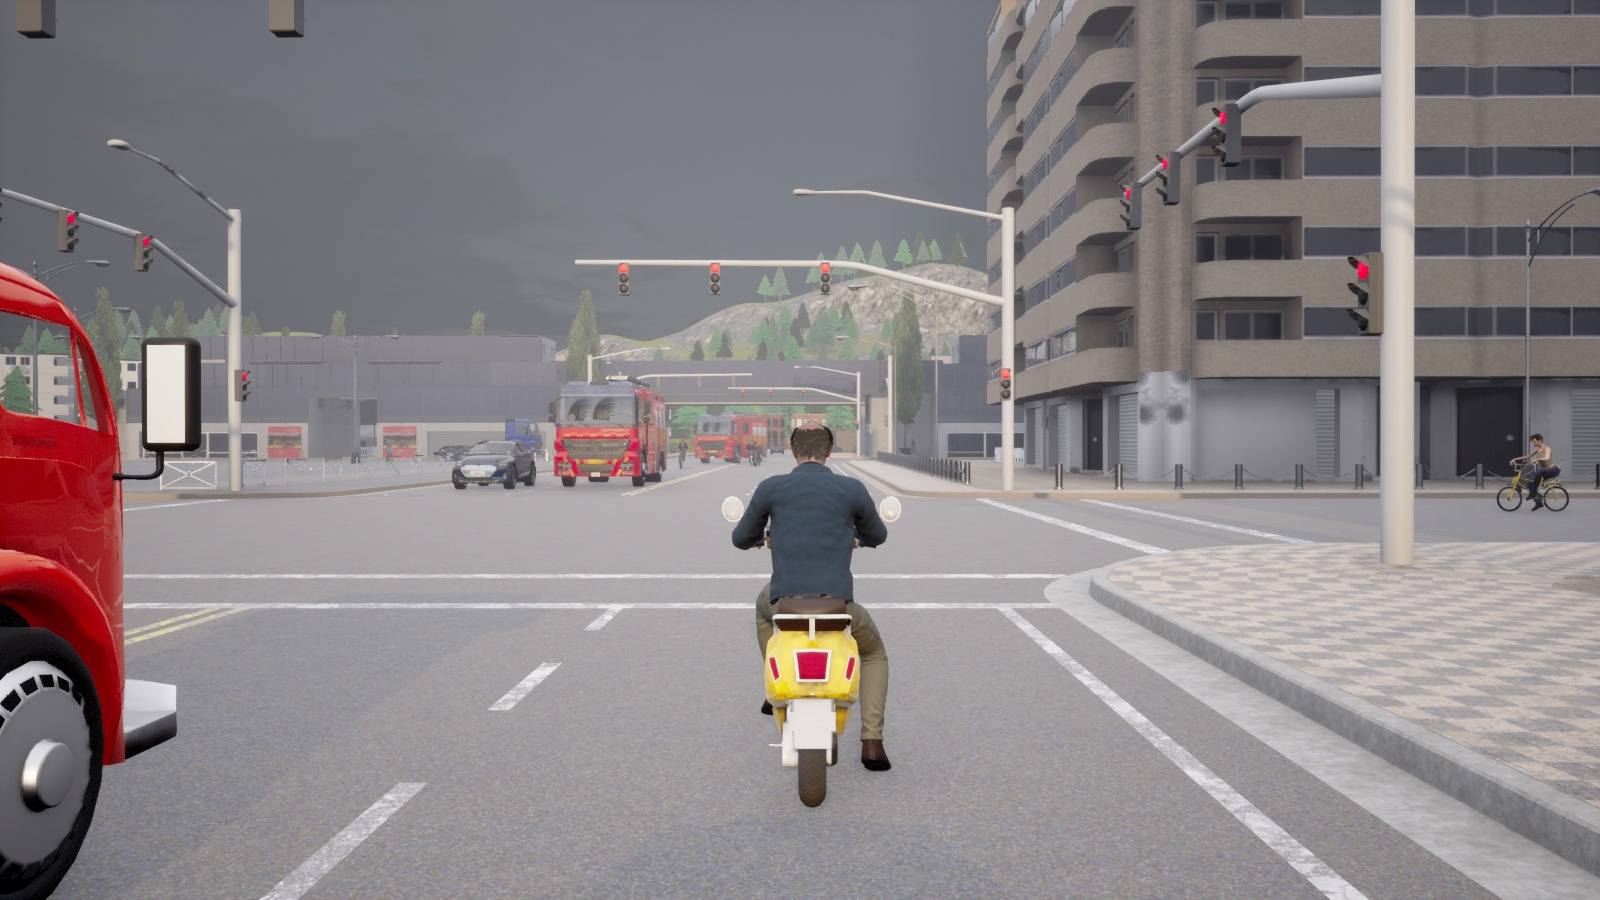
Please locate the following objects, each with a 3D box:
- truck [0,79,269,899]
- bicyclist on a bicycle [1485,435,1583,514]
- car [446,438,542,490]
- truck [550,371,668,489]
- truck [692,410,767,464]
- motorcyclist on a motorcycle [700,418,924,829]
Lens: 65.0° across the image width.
[{"bbox_3d":[-3.468,0.243,2.454,2.627,2.467,5.204,0,0,0],"label":"truck"},{"bbox_3d":[15.104,0.494,25.880,1.509,1.612,0.866,0,0,0],"label":"bicyclist on a bicycle"},{"bbox_3d":[-10.209,0.430,42.256,2.033,1.649,4.856,0,0,0],"label":"car"},{"bbox_3d":[-6.689,-0.679,45.253,2.891,3.827,8.468,0,0,0],"label":"truck"},{"bbox_3d":[-5.132,-0.947,92.971,2.891,3.827,8.468,0,0,16],"label":"truck"},{"bbox_3d":[0.053,0.667,5.772,0.866,1.590,1.817,0,0,0],"label":"motorcyclist on a motorcycle"}]
